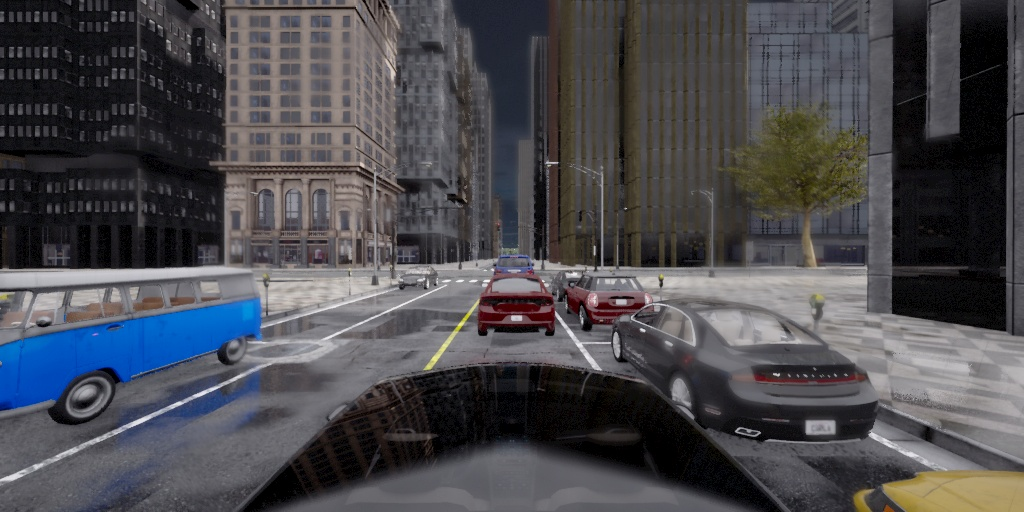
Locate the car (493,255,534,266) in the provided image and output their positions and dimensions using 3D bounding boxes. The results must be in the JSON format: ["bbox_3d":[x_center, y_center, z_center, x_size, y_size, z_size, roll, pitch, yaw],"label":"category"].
[{"bbox_3d":[0.105,0.967,20.301,2.150,2.045,5.566,0,0,0],"label":"car"}]

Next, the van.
[{"bbox_3d":[-5.756,1.090,5.402,1.690,1.789,3.998,0,0,0],"label":"van"}]

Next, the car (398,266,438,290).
[{"bbox_3d":[-5.730,1.296,22.325,2.007,1.370,4.403,0,0,0],"label":"car"}]

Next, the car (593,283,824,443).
[{"bbox_3d":[2.769,1.300,5.390,2.007,1.370,4.403,0,0,0],"label":"car"}]

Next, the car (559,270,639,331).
[{"bbox_3d":[2.778,1.188,11.031,1.967,1.591,4.097,0,0,0],"label":"car"}]

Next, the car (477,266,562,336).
[{"bbox_3d":[0.107,1.226,10.417,1.882,1.535,5.008,0,0,0],"label":"car"}]
